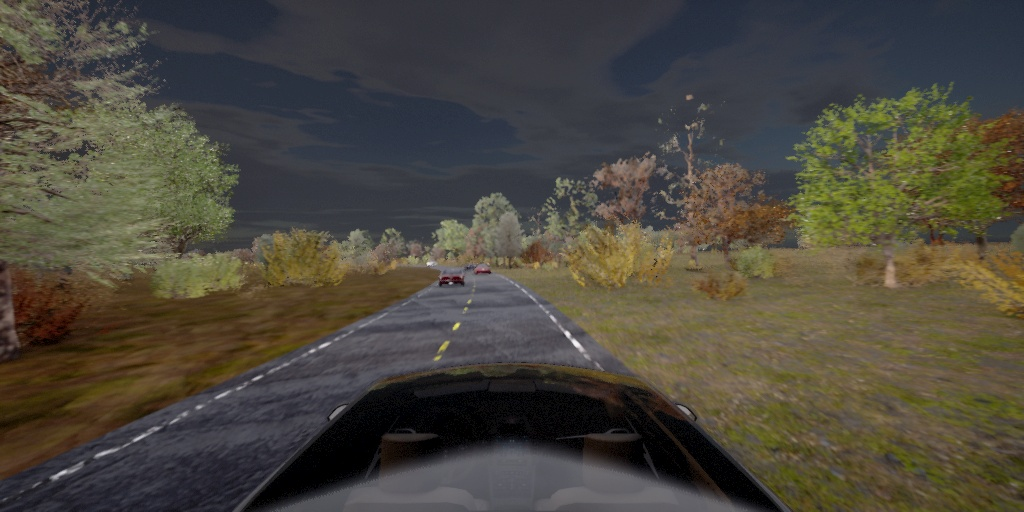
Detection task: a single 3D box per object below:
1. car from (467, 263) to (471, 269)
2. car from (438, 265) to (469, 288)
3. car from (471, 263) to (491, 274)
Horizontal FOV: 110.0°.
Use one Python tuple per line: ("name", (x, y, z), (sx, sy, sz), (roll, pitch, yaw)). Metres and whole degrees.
("car", (-7.323, 1.848, 63.699), (1.895, 1.301, 4.718), (-2, 0, -13))
("car", (-4.489, 1.609, 27.266), (1.895, 1.301, 4.718), (-2, 0, -6))
("car", (-3.947, 1.633, 46.871), (1.994, 1.385, 4.181), (-2, 0, -10))
